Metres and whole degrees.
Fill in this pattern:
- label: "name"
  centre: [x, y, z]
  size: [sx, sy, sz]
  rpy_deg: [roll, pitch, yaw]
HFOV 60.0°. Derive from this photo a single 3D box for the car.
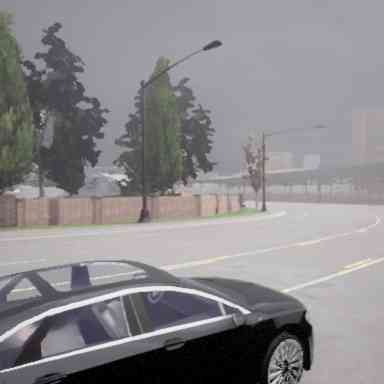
- label: "car"
  centre: [-0.703, 1.503, 3.439]
  size: [4.902, 1.511, 2.128]
  rpy_deg: [1, 0, -37]
